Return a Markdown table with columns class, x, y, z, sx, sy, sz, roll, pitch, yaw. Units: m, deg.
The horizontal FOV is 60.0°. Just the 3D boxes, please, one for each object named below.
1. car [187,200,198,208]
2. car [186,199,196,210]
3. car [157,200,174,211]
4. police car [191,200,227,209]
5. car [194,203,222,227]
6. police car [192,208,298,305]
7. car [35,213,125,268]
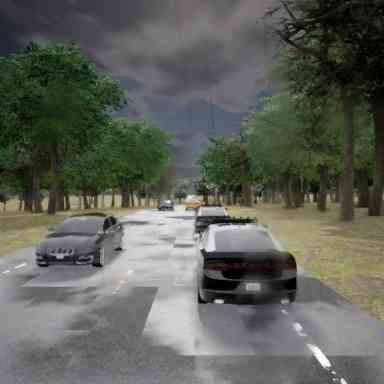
| class | x | y | z | sx | sy | sz | roll | pitch | yaw |
| --- | --- | --- | --- | --- | --- | --- | --- | --- | --- |
| car | 0.069 | 2.146 | 60.743 | 1.895 | 1.301 | 4.718 | 0 | -1 | 0 |
| car | 0.096 | 1.738 | 46.252 | 1.882 | 1.535 | 5.008 | 0 | -1 | 1 |
| car | -3.450 | 1.799 | 44.419 | 1.994 | 1.385 | 4.181 | 0 | -1 | 0 |
| police car | 1.071 | 1.474 | 18.326 | 1.930 | 1.638 | 5.238 | 0 | 0 | 0 |
| car | 1.077 | 1.607 | 24.216 | 1.812 | 1.442 | 4.674 | 0 | 0 | 0 |
| police car | 1.059 | 1.436 | 8.323 | 1.930 | 1.638 | 5.238 | 0 | 0 | 0 |
| car | -3.588 | 1.524 | 11.473 | 1.837 | 1.490 | 4.892 | 0 | 0 | 0 |
